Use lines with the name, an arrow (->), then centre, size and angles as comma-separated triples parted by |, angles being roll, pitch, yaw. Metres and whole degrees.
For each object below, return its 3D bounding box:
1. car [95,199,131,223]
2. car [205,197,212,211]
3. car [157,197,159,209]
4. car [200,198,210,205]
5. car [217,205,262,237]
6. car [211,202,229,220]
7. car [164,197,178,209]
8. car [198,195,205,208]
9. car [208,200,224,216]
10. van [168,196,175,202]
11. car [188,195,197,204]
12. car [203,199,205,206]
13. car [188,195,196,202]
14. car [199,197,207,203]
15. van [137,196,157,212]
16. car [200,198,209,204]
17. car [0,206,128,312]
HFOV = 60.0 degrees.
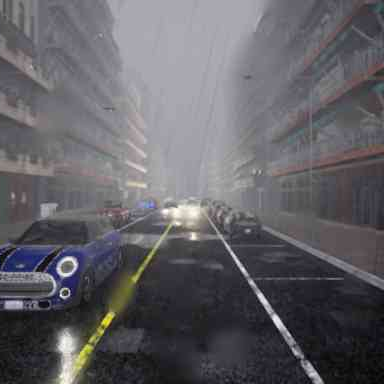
car -> -5.687, 1.426, 23.869 | 2.192, 1.841, 5.009 | 0, 0, 0
car -> 2.695, 1.605, 35.169 | 1.967, 1.590, 4.097 | 0, 0, 0
car -> -5.685, 1.545, 46.515 | 2.192, 1.841, 5.009 | 0, 0, 0
car -> 2.698, 1.927, 69.138 | 1.887, 1.381, 4.507 | 0, 0, 0
car -> 2.693, 1.635, 18.183 | 2.008, 1.369, 4.403 | 0, 0, 0
car -> 2.694, 1.662, 23.845 | 2.008, 1.369, 4.403 | 0, 0, 0
car -> -3.066, 1.849, 49.484 | 1.895, 1.301, 4.718 | 0, 0, 0
car -> 2.395, 1.629, 53.750 | 2.097, 1.767, 4.553 | 0, 0, 0
car -> 2.694, 1.682, 29.508 | 1.887, 1.381, 4.507 | 0, 0, 0
van -> -5.681, 1.894, 91.810 | 1.690, 1.788, 3.998 | 0, 0, 0
car -> 0.011, 1.822, 72.235 | 2.033, 1.411, 5.357 | 0, 0, 0
car -> 2.695, 1.776, 40.831 | 1.802, 1.307, 4.206 | 0, 0, 0
car -> 0.014, 1.722, 92.031 | 2.097, 1.767, 4.553 | 0, -1, 0
car -> 2.699, 1.989, 80.631 | 1.752, 1.417, 4.829 | 0, 0, 0
van -> -5.685, 1.536, 40.855 | 1.690, 1.788, 3.998 | 0, 0, 0
car -> 2.698, 1.965, 74.803 | 1.887, 1.381, 4.507 | 0, 0, 0
car -> -3.099, 1.390, 8.045 | 2.097, 1.767, 4.553 | 0, 0, 0
